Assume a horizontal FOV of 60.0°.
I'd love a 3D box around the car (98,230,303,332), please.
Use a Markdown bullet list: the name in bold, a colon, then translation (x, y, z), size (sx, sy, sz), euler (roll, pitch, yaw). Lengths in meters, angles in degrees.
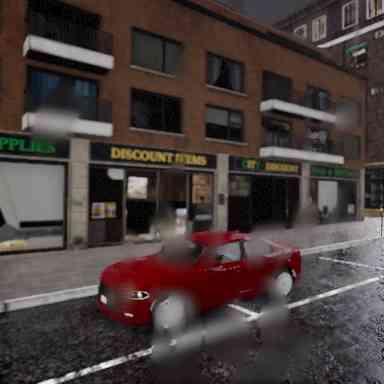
- **car**: translation (0.376, 1.522, 6.811), size (4.507, 1.381, 1.887), euler (0, 1, -36)
